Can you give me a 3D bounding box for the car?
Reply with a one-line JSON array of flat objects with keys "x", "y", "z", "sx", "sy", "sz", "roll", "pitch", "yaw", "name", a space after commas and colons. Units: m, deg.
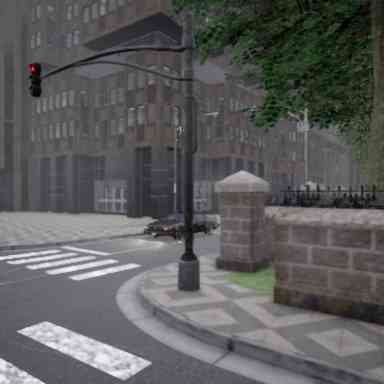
[{"x": -0.450, "y": 1.876, "z": 19.724, "sx": 2.033, "sy": 1.411, "sz": 5.357, "roll": 0, "pitch": -1, "yaw": 36, "name": "car"}]
